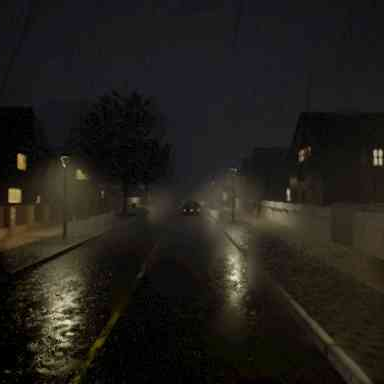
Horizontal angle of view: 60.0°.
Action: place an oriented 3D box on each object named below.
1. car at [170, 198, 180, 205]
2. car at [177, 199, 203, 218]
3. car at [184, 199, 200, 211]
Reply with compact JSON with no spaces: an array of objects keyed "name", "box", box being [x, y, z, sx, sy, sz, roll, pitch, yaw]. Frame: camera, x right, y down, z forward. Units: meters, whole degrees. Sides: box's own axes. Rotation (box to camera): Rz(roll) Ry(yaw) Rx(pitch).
[{"name":"car","box":[-2.980,1.764,62.217,2.033,1.411,5.357,0,0,0]},{"name":"car","box":[-0.006,1.594,30.314,2.033,1.411,5.357,0,0,0]},{"name":"car","box":[-0.055,1.654,44.865,2.033,1.411,5.357,0,0,0]}]
